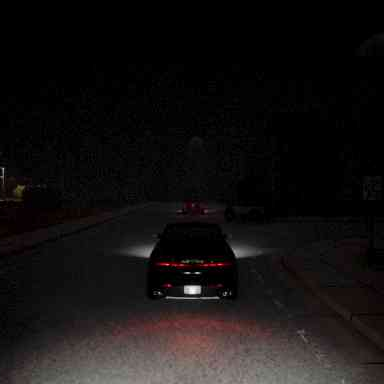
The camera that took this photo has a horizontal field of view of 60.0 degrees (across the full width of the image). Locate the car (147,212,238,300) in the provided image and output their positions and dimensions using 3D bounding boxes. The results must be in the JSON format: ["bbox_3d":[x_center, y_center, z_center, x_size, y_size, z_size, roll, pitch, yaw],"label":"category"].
[{"bbox_3d":[0.013,1.492,8.353,1.837,1.490,4.892,0,0,0],"label":"car"}]

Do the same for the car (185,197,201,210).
[{"bbox_3d":[0.131,1.472,43.725,2.033,1.411,5.357,0,0,0],"label":"car"}]

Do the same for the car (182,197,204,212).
[{"bbox_3d":[0.121,1.295,33.605,2.097,1.767,4.553,0,0,0],"label":"car"}]

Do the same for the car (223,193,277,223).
[{"bbox_3d":[4.191,1.116,24.118,1.905,1.878,3.866,-8,4,-42],"label":"car"}]
